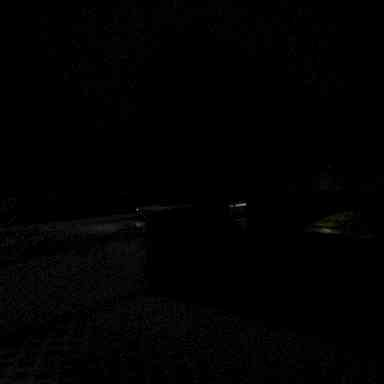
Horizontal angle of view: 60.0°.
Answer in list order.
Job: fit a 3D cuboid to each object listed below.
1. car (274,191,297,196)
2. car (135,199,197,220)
[{"bbox_3d":[11.634,0.554,40.580,1.895,1.301,4.718,0,2,36],"label":"car"},{"bbox_3d":[-1.605,1.146,22.242,1.895,1.301,4.718,0,2,36],"label":"car"}]
